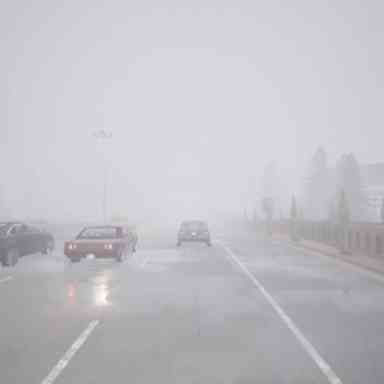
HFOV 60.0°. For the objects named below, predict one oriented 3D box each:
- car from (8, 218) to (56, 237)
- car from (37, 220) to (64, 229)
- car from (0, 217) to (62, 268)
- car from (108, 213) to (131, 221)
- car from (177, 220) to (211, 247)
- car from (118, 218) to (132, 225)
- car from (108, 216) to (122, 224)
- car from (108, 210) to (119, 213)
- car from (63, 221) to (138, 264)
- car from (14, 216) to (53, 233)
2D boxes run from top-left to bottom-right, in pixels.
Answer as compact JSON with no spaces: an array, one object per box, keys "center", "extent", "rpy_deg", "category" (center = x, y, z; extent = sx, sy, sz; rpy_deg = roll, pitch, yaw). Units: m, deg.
[{"center":[-14.092,3.125,29.689],"extent":[1.837,1.490,4.892],"rpy_deg":[0,-5,0],"category":"car"},{"center":[-21.043,4.814,49.686],"extent":[1.895,1.301,4.718],"rpy_deg":[0,-5,1],"category":"car"},{"center":[-6.902,1.846,12.570],"extent":[2.128,1.511,4.902],"rpy_deg":[0,-3,0],"category":"car"},{"center":[-6.904,3.226,32.898],"extent":[2.097,1.767,4.553],"rpy_deg":[0,-5,0],"category":"car"},{"center":[0.098,2.331,19.270],"extent":[2.033,1.411,5.357],"rpy_deg":[0,-4,0],"category":"car"},{"center":[-14.009,6.232,69.644],"extent":[1.895,1.301,4.718],"rpy_deg":[0,-3,0],"category":"car"},{"center":[-17.509,6.375,75.786],"extent":[2.033,1.411,5.357],"rpy_deg":[0,-1,0],"category":"car"},{"center":[-21.011,5.977,89.238],"extent":[2.150,2.045,5.566],"rpy_deg":[0,1,0],"category":"car"},{"center":[-3.402,2.000,13.425],"extent":[1.895,1.301,4.718],"rpy_deg":[0,-3,0],"category":"car"},{"center":[-17.581,3.557,37.063],"extent":[2.097,1.767,4.553],"rpy_deg":[0,-4,0],"category":"car"}]
